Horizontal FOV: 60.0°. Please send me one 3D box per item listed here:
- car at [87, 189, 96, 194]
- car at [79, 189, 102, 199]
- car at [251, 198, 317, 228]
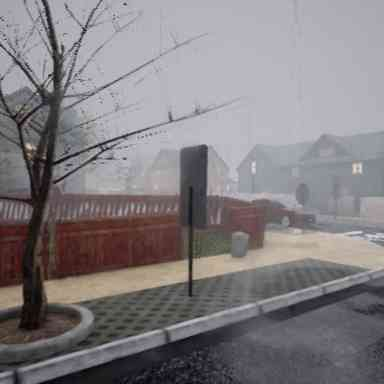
[{"bbox_3d":[-14.428,0.480,46.950,2.033,1.411,5.357,1,1,-35],"label":"car"},{"bbox_3d":[-16.919,0.283,55.226,2.128,1.511,4.902,1,1,-35],"label":"car"},{"bbox_3d":[4.901,1.148,19.611,1.882,1.535,5.008,1,1,-34],"label":"car"}]
